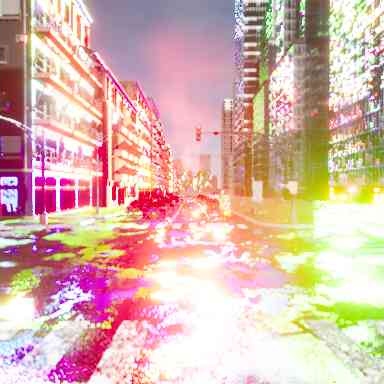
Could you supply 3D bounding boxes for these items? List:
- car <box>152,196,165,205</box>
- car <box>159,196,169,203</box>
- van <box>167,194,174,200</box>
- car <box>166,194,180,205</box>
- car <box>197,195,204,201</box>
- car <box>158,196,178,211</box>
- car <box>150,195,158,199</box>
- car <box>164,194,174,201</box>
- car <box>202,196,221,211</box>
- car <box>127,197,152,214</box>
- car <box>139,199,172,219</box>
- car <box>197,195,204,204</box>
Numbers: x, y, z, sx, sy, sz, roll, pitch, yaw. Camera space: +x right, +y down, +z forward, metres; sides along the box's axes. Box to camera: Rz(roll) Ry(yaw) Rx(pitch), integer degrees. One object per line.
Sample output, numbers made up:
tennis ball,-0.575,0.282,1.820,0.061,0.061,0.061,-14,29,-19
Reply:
car,-5.823,1.465,58.088,1.967,1.590,4.097,-1,0,0
car,-5.845,1.615,69.386,1.802,1.307,4.206,-1,0,0
van,-5.896,1.392,91.981,1.690,1.788,3.998,-1,0,0
car,-3.175,1.518,58.217,2.128,1.511,4.902,0,0,0
car,2.453,1.576,92.227,1.752,1.417,4.829,-1,0,0
car,-3.181,1.578,41.532,1.994,1.385,4.181,0,0,0
car,-5.788,1.455,41.141,1.967,1.590,4.097,-1,0,0
car,-5.884,1.361,86.333,2.192,1.841,5.009,-1,0,0
car,2.561,1.559,41.216,1.887,1.381,4.507,-1,0,0
car,-5.774,1.556,35.492,1.887,1.381,4.507,-1,0,0
car,-3.159,1.573,29.276,1.994,1.385,4.181,0,0,0
car,2.514,1.580,63.812,2.008,1.369,4.403,-1,0,0
